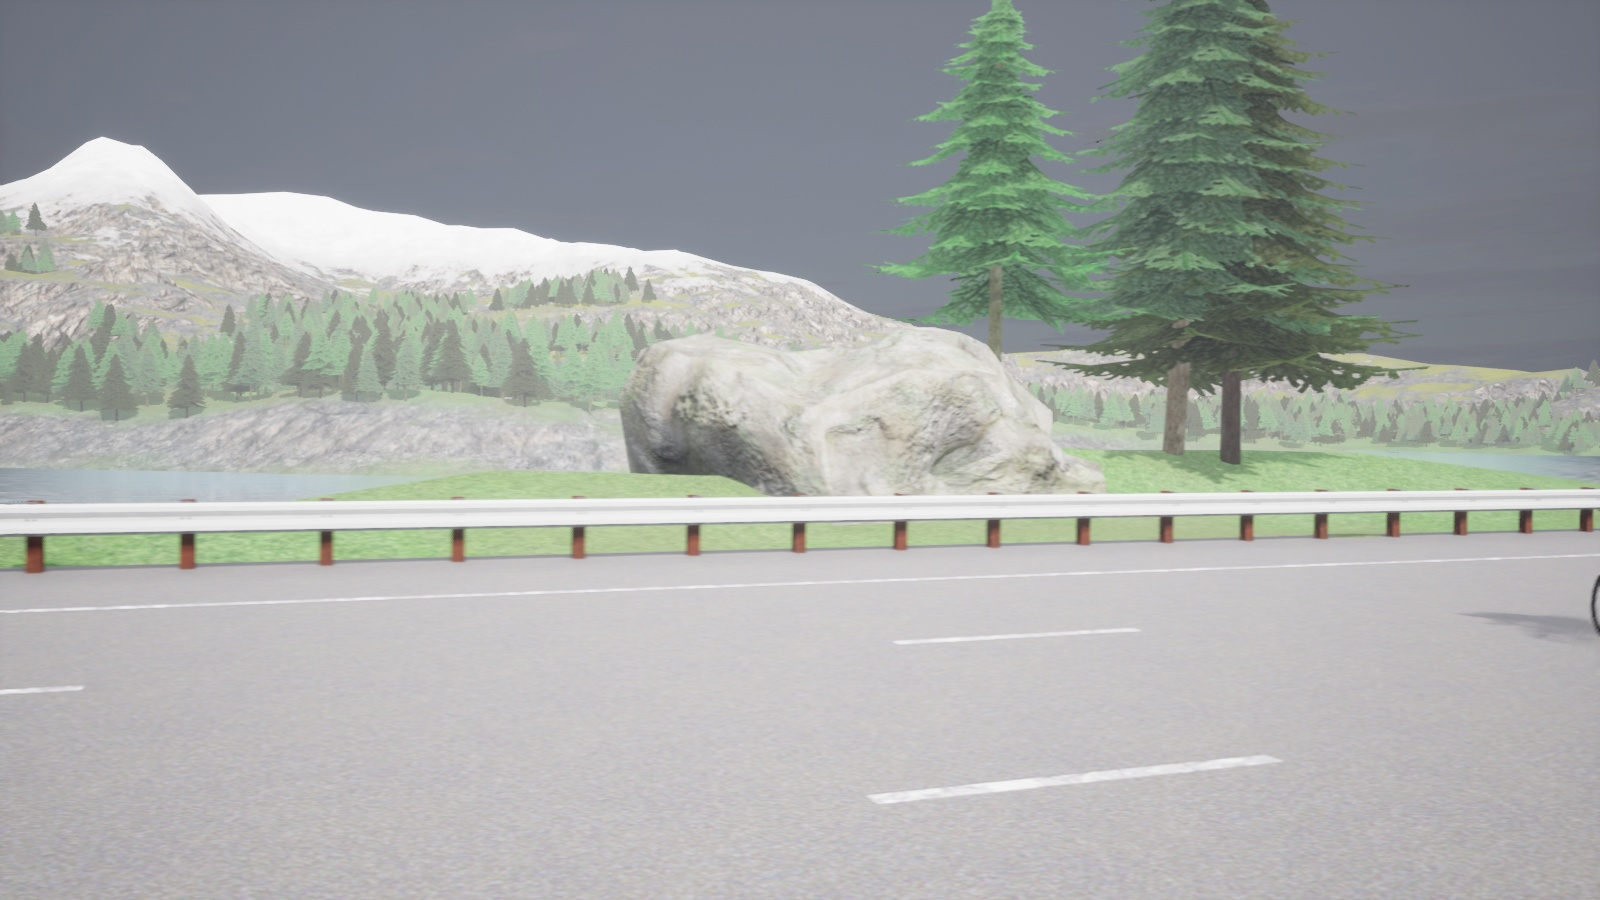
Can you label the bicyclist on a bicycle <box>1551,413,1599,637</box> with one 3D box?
[{"bbox_3d":[6.528,0.526,9.460,1.656,1.620,0.582,-1,1,-21],"label":"bicyclist on a bicycle"}]
